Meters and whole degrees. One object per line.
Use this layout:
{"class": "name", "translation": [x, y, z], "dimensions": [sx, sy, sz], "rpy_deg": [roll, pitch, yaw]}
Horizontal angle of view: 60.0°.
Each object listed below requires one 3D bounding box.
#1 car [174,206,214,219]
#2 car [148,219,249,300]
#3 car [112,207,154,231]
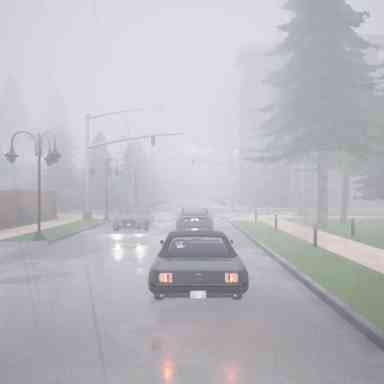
{"class": "car", "translation": [0.130, 1.505, 17.603], "dimensions": [1.837, 1.490, 4.892], "rpy_deg": [0, 0, 0]}
{"class": "car", "translation": [0.118, 1.601, 8.341], "dimensions": [1.895, 1.301, 4.718], "rpy_deg": [0, 0, 0]}
{"class": "car", "translation": [-3.467, 1.608, 20.286], "dimensions": [1.994, 1.385, 4.181], "rpy_deg": [0, 0, 0]}
